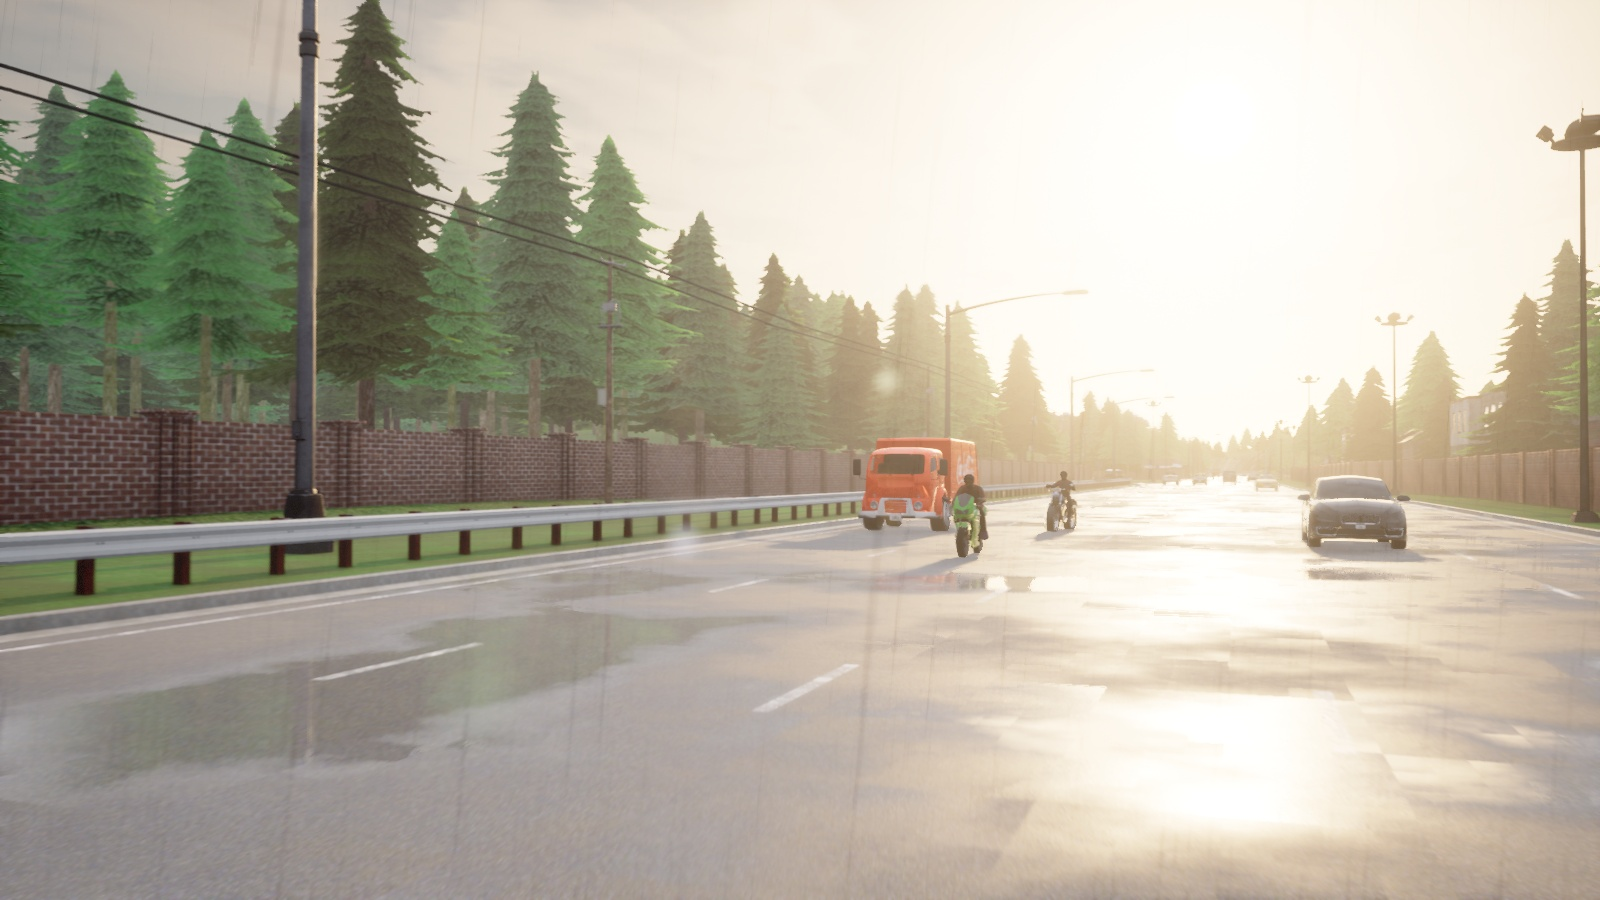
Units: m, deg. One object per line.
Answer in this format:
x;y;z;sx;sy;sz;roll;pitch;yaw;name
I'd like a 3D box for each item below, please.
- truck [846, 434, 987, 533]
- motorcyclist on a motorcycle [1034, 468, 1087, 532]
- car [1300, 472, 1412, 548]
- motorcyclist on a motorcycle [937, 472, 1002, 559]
3.281;0.892;34.215;2.627;2.467;5.204;-1;-1;19;truck
6.953;1.302;33.412;0.766;1.649;2.350;0;-1;28;motorcyclist on a motorcycle
12.045;1.236;27.453;1.837;1.490;4.892;-1;-1;19;car
3.154;1.176;23.201;0.797;1.523;2.044;-1;-1;19;motorcyclist on a motorcycle
